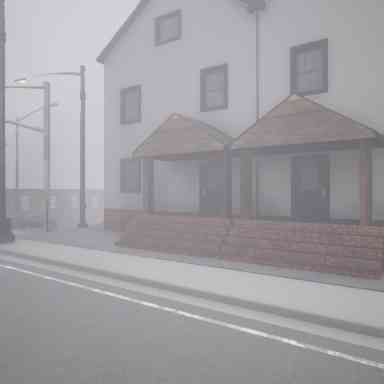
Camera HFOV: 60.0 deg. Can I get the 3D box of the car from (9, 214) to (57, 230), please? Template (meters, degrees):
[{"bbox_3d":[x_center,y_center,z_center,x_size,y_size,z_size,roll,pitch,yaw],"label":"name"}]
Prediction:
[{"bbox_3d":[-14.074,2.655,29.325,1.994,1.385,4.181,0,-9,36],"label":"car"}]

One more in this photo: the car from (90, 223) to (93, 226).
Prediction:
[{"bbox_3d":[-8.973,3.820,36.416,2.097,1.767,4.553,0,-12,35],"label":"car"}]

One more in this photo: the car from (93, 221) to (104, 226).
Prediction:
[{"bbox_3d":[-6.840,3.669,33.032,2.128,1.511,4.902,0,-10,35],"label":"car"}]
